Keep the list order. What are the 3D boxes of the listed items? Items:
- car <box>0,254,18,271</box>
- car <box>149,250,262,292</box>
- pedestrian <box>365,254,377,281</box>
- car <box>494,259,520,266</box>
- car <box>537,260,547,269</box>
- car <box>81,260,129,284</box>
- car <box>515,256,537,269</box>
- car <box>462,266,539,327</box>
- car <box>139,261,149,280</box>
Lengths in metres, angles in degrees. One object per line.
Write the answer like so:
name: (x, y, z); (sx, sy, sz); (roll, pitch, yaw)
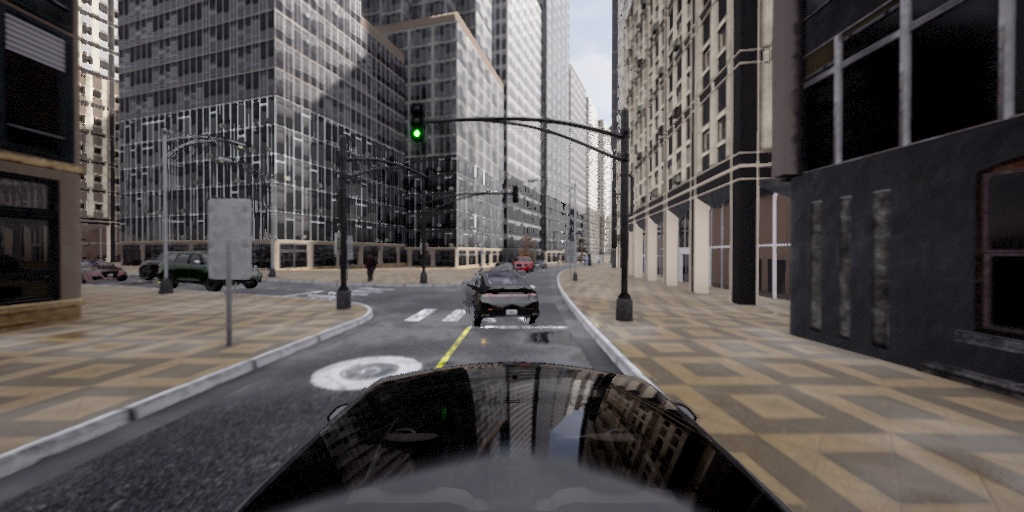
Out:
car: (-45.818, 0.547, 31.479); (4.902, 1.511, 2.128); (1, 1, 18)
car: (-16.321, 0.758, 19.373); (5.566, 2.045, 2.150); (1, 1, 18)
pedestrian: (-9.213, 0.708, 23.312); (0.375, 1.860, 0.375); (0, 0, 17)
car: (-0.735, 1.285, 31.527); (1.837, 1.490, 4.892); (0, 0, 8)
car: (4.601, 1.402, 59.063); (2.128, 1.511, 4.902); (0, 0, 15)
car: (-26.452, 0.948, 22.499); (4.181, 1.385, 1.994); (1, 1, 17)
car: (1.313, 1.049, 44.298); (2.150, 2.045, 5.566); (0, 0, 11)
car: (-0.523, 1.240, 11.677); (2.128, 1.511, 4.902); (0, 0, -12)
car: (-22.416, 0.627, 24.357); (5.566, 2.045, 2.150); (1, 1, 17)
